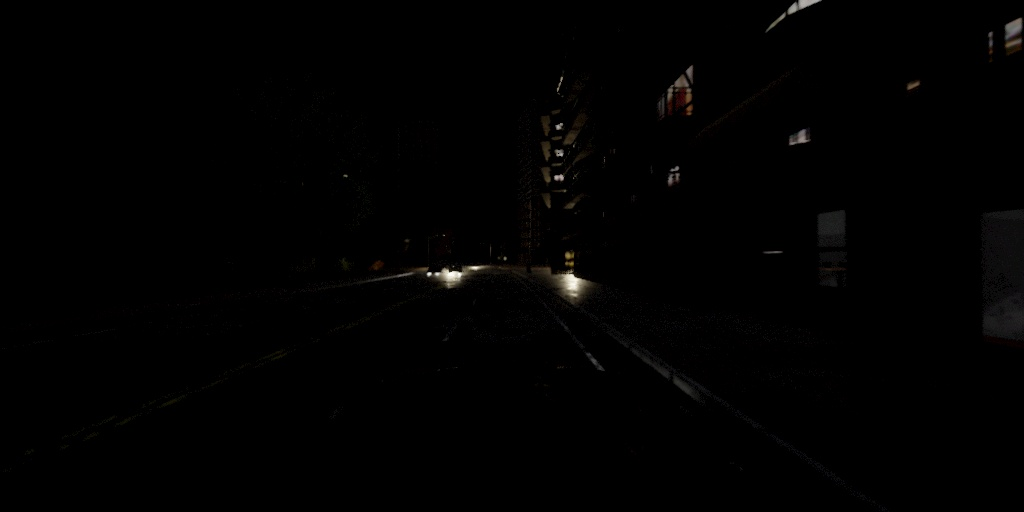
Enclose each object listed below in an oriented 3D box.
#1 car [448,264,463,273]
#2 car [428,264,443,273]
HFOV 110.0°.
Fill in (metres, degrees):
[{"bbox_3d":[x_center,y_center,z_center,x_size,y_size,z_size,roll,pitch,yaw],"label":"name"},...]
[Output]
[{"bbox_3d":[-8.713,1.896,55.350,1.812,1.442,4.674,0,-1,-4],"label":"car"},{"bbox_3d":[-12.069,1.937,56.819,2.033,1.411,5.357,0,-1,-5],"label":"car"}]
